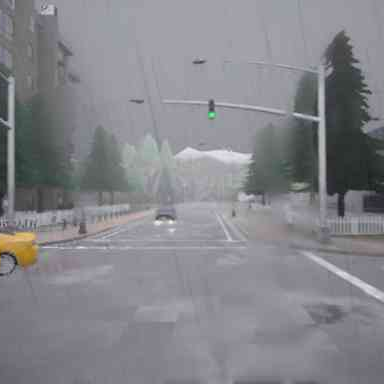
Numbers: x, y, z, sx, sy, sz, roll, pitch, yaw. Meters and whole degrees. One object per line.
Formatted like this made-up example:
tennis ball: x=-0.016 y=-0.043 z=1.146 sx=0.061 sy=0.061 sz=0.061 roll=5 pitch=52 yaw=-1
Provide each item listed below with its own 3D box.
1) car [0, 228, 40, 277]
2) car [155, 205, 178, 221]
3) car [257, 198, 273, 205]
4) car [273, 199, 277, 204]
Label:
car: x=-7.078 y=1.690 z=9.427 sx=5.008 sy=1.535 sz=1.882 roll=0 pitch=2 yaw=-34
car: x=-2.503 y=2.045 z=33.417 sx=2.033 sy=1.411 sz=5.357 roll=0 pitch=-1 yaw=3
car: x=17.060 y=2.368 z=77.689 sx=1.845 sy=1.501 sz=3.633 roll=0 pitch=-1 yaw=3
car: x=20.458 y=2.459 z=84.928 sx=1.970 sy=1.475 sz=3.806 roll=0 pitch=-1 yaw=3
